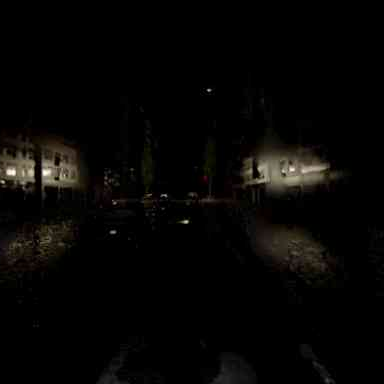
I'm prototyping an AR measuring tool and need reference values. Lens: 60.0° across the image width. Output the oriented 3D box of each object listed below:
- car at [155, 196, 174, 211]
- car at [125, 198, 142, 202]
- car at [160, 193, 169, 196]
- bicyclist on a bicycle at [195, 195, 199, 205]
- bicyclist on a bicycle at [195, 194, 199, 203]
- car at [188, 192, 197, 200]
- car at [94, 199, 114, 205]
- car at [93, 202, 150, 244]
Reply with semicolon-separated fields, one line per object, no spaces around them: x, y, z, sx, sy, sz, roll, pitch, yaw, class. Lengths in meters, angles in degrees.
-3.137;1.513;38.449;1.895;1.301;4.718;0;0;0;car
-6.575;1.440;37.825;1.812;1.442;4.674;0;0;0;car
-6.474;0.921;78.466;1.812;1.442;4.674;0;0;0;car
0.914;1.303;53.372;0.866;1.612;1.509;0;0;0;bicyclist on a bicycle
0.919;1.273;62.480;0.866;1.612;1.509;0;0;0;bicyclist on a bicycle
0.027;0.974;82.059;2.150;2.045;5.566;0;0;0;car
-9.825;1.478;37.942;1.994;1.385;4.181;0;0;0;car
-3.145;1.449;15.727;1.882;1.535;5.008;0;0;0;car
